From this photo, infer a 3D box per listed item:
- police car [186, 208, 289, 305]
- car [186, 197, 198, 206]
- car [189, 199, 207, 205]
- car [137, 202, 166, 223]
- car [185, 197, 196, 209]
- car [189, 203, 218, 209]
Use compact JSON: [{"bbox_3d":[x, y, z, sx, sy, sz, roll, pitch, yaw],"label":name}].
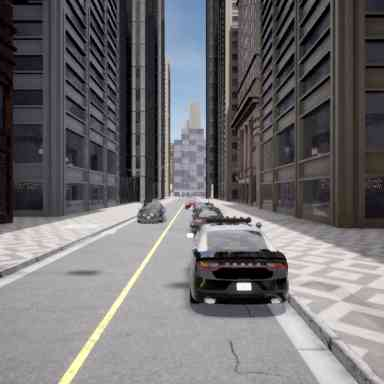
[{"bbox_3d":[0.898,1.427,8.319,1.930,1.638,5.238,0,0,0],"label":"police car"},{"bbox_3d":[-0.009,1.645,58.988,1.994,1.385,4.181,0,0,0],"label":"car"},{"bbox_3d":[0.895,1.521,24.210,1.837,1.490,4.892,0,0,0],"label":"car"},{"bbox_3d":[-3.005,1.522,25.369,1.837,1.490,4.892,0,0,0],"label":"car"},{"bbox_3d":[0.028,1.650,45.964,1.895,1.301,4.718,0,0,0],"label":"car"},{"bbox_3d":[0.896,1.535,18.210,1.812,1.442,4.674,0,0,0],"label":"car"}]
